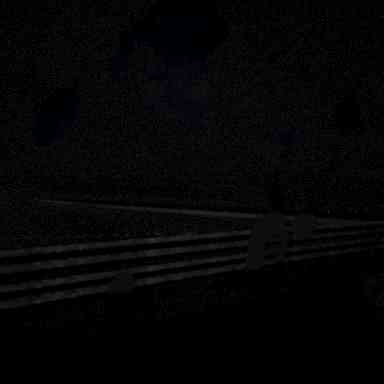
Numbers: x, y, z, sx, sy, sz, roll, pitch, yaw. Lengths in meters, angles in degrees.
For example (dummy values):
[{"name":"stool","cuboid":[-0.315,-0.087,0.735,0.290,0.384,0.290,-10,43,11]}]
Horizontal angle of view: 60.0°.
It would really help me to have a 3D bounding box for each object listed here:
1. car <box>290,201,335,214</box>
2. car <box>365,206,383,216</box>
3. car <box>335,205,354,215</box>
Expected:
[{"name":"car","cuboid":[14.106,1.853,39.483,4.553,1.767,2.097,2,-2,29]},{"name":"car","cuboid":[24.806,2.600,42.464,4.892,1.490,1.837,2,0,17]},{"name":"car","cuboid":[17.890,2.299,41.381,4.181,1.385,1.994,2,-2,29]}]
